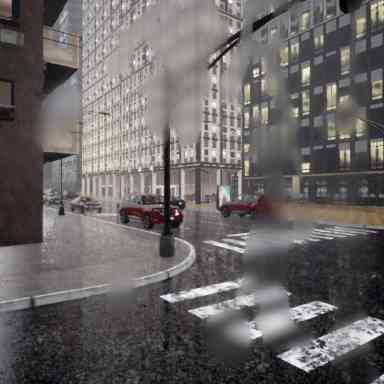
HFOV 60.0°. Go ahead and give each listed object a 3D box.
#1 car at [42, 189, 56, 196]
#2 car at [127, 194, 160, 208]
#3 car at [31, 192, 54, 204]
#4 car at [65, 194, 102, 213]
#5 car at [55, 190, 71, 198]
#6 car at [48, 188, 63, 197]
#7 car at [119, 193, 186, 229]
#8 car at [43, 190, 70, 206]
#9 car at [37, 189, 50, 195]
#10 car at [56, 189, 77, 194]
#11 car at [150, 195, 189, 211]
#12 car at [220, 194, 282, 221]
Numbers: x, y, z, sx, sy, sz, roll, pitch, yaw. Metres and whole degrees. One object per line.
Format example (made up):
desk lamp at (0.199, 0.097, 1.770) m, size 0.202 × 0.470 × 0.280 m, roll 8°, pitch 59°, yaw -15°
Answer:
car at (-31.668, 0.097, 73.667) m, size 1.887 × 1.381 × 4.507 m, roll 1°, pitch 0°, yaw -36°
car at (-5.582, 0.966, 37.768) m, size 1.947 × 1.339 × 4.313 m, roll 1°, pitch 0°, yaw -36°
car at (-18.843, 0.752, 41.762) m, size 1.802 × 1.307 × 4.206 m, roll 2°, pitch 0°, yaw -36°
car at (-9.062, 1.067, 28.303) m, size 1.802 × 1.307 × 4.206 m, roll 2°, pitch 0°, yaw -36°
car at (-25.147, 0.310, 64.693) m, size 1.887 × 1.381 × 4.507 m, roll 1°, pitch 0°, yaw -36°
car at (-28.404, 0.099, 69.179) m, size 1.967 × 1.590 × 4.097 m, roll 1°, pitch 0°, yaw -36°
car at (-2.534, 1.008, 19.330) m, size 2.192 × 1.841 × 5.009 m, roll 2°, pitch 0°, yaw -36°
car at (-15.582, 0.827, 37.276) m, size 2.008 × 1.369 × 4.403 m, roll 2°, pitch 0°, yaw -36°
car at (-34.930, -0.011, 78.155) m, size 1.887 × 1.381 × 4.507 m, roll 1°, pitch 0°, yaw -36°
car at (-19.476, 0.517, 52.459) m, size 1.837 × 1.490 × 4.892 m, roll 0°, pitch 1°, yaw -36°
car at (-2.320, 1.070, 33.281) m, size 1.947 × 1.339 × 4.313 m, roll 1°, pitch 0°, yaw -36°
car at (4.208, 1.027, 24.305) m, size 2.192 × 1.841 × 5.009 m, roll 1°, pitch 0°, yaw -36°
